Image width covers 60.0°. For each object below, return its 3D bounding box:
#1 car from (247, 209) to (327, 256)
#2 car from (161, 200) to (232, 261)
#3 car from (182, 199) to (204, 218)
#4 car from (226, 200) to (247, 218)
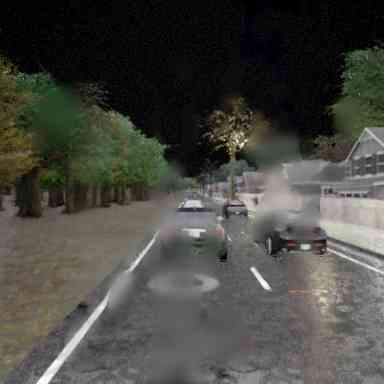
[{"bbox_3d":[3.589,1.469,12.914,1.837,1.490,4.892,0,0,0],"label":"car"},{"bbox_3d":[0.088,1.317,12.270,2.097,1.767,4.553,0,0,0],"label":"car"},{"bbox_3d":[0.089,1.436,29.537,1.812,1.442,4.674,0,0,0],"label":"car"},{"bbox_3d":[3.587,1.405,28.510,2.128,1.511,4.902,0,0,0],"label":"car"}]
